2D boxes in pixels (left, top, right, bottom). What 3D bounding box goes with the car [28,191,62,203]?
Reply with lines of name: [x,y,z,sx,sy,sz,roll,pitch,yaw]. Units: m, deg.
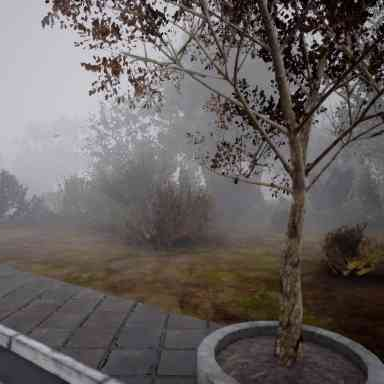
car: [-18.457,0.944,41.605,2.150,2.045,5.566,1,0,32]
